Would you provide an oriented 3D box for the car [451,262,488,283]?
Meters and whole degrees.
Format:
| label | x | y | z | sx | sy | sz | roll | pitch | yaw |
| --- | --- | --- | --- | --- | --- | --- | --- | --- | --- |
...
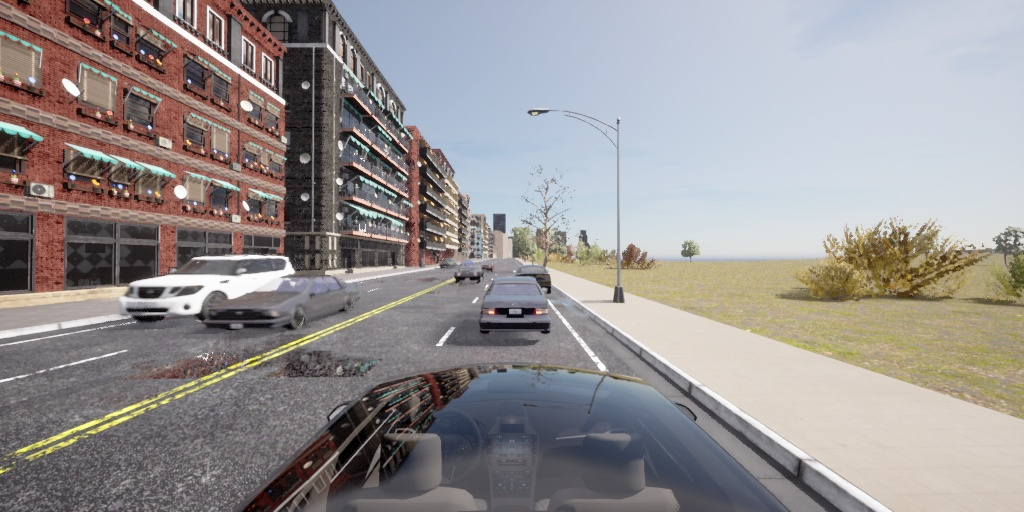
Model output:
| label | x | y | z | sx | sy | sz | roll | pitch | yaw |
| --- | --- | --- | --- | --- | --- | --- | --- | --- | --- |
| car | -3.189 | 1.352 | 27.748 | 1.895 | 1.301 | 4.718 | 0 | 0 | 0 |

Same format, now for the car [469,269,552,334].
| label | x | y | z | sx | sy | sz | roll | pitch | yaw |
| --- | --- | --- | --- | --- | --- | --- | --- | --- | --- |
| car | 0.090 | 1.299 | 10.617 | 2.033 | 1.411 | 5.357 | 0 | 0 | 0 |

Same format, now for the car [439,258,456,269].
| label | x | y | z | sx | sy | sz | roll | pitch | yaw |
| --- | --- | --- | --- | --- | --- | --- | --- | --- | --- |
| car | -9.918 | 1.102 | 55.800 | 2.097 | 1.767 | 4.553 | 0 | 0 | 0 |

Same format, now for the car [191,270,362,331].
| label | x | y | z | sx | sy | sz | roll | pitch | yaw |
| --- | --- | --- | --- | --- | --- | --- | --- | --- | --- |
| car | -6.613 | 1.299 | 11.274 | 2.033 | 1.411 | 5.357 | 0 | 0 | 0 |

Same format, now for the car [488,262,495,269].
| label | x | y | z | sx | sy | sz | roll | pitch | yaw |
| --- | --- | --- | --- | --- | --- | --- | --- | --- | --- |
| car | -3.218 | 1.352 | 45.309 | 1.895 | 1.301 | 4.718 | 0 | 0 | 1 |

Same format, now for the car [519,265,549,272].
| label | x | y | z | sx | sy | sz | roll | pitch | yaw |
| --- | --- | --- | --- | --- | --- | --- | --- | --- | --- |
| car | 1.109 | 1.230 | 20.381 | 1.882 | 1.535 | 5.008 | 0 | 0 | 0 |

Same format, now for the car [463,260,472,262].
| label | x | y | z | sx | sy | sz | roll | pitch | yaw |
| --- | --- | --- | --- | --- | --- | --- | --- | --- | --- |
| car | -6.670 | 1.276 | 53.268 | 1.812 | 1.442 | 4.674 | 0 | 0 | 0 |

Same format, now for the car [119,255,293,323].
| label | x | y | z | sx | sy | sz | roll | pitch | yaw |
| --- | --- | --- | --- | --- | --- | --- | --- | --- | --- |
| car | -9.869 | 0.973 | 12.429 | 2.150 | 2.045 | 5.566 | 0 | 0 | 0 |
